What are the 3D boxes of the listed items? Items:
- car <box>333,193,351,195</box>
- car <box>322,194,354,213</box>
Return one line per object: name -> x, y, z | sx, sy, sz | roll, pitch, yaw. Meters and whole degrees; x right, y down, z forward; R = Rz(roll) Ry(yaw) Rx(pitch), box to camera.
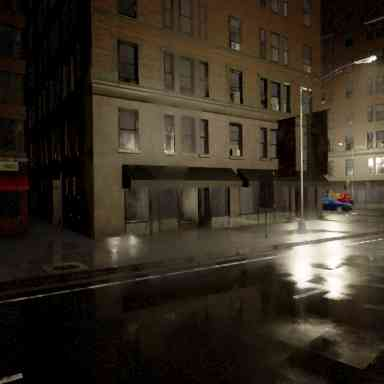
car -> 17.135, 1.085, 40.792 | 2.192, 1.841, 5.009 | 0, 1, -44
car -> 14.421, 1.345, 35.271 | 1.882, 1.535, 5.008 | -1, 1, -44
